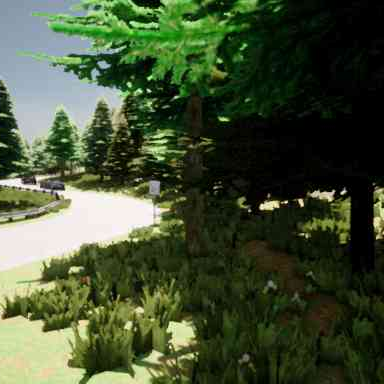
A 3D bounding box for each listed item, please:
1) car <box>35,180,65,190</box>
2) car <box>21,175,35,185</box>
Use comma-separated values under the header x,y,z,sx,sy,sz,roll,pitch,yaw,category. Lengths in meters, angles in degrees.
x,y,z,sx,sy,sz,roll,pitch,yaw,category
-19.366,-1.007,46.005,4.181,1.385,1.994,6,4,38,car
-26.168,-1.957,53.308,1.837,1.490,4.892,0,5,-34,car
